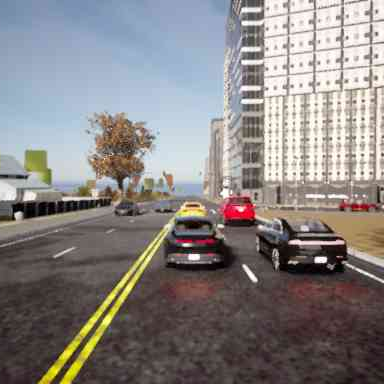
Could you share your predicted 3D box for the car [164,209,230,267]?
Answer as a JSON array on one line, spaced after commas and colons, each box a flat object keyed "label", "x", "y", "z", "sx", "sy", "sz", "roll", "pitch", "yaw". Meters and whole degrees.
[{"label": "car", "x": 0.074, "y": 1.554, "z": 11.612, "sx": 1.837, "sy": 1.490, "sz": 4.892, "roll": 0, "pitch": 0, "yaw": 0}]

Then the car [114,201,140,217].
[{"label": "car", "x": -6.574, "y": 1.631, "z": 34.027, "sx": 1.882, "sy": 1.535, "sz": 5.008, "roll": 0, "pitch": -1, "yaw": 0}]

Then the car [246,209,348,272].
[{"label": "car", "x": 3.320, "y": 1.538, "z": 10.953, "sx": 2.128, "sy": 1.511, "sz": 4.902, "roll": 0, "pitch": 0, "yaw": 0}]

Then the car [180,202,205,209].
[{"label": "car", "x": 0.074, "y": 1.598, "z": 27.365, "sx": 1.882, "sy": 1.535, "sz": 5.008, "roll": 0, "pitch": -1, "yaw": 0}]

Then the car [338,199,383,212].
[{"label": "car", "x": 23.017, "y": 1.865, "z": 46.104, "sx": 5.009, "sy": 1.841, "sz": 2.192, "roll": 0, "pitch": 1, "yaw": 20}]

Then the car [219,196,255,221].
[{"label": "car", "x": 3.315, "y": 1.328, "z": 24.998, "sx": 2.150, "sy": 2.045, "sz": 5.566, "roll": 0, "pitch": -1, "yaw": 0}]

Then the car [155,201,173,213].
[{"label": "car", "x": -3.285, "y": 1.731, "z": 39.766, "sx": 2.033, "sy": 1.411, "sz": 5.357, "roll": 0, "pitch": 0, "yaw": 1}]
